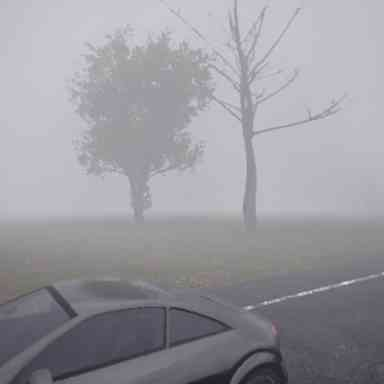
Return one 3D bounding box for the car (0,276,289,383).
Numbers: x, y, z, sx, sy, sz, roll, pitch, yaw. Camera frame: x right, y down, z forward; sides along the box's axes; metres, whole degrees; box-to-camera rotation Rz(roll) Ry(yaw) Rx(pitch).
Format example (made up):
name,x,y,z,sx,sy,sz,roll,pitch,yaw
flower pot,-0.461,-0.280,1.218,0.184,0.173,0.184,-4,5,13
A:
name,x,y,z,sx,sy,sz,roll,pitch,yaw
car,-1.087,1.583,2.996,4.181,1.385,1.994,1,-1,-34
